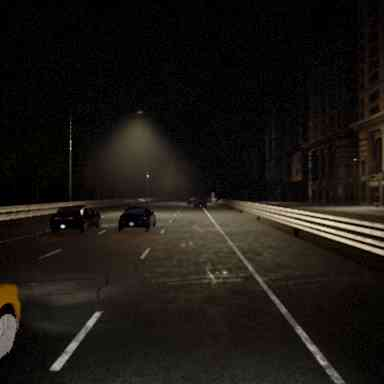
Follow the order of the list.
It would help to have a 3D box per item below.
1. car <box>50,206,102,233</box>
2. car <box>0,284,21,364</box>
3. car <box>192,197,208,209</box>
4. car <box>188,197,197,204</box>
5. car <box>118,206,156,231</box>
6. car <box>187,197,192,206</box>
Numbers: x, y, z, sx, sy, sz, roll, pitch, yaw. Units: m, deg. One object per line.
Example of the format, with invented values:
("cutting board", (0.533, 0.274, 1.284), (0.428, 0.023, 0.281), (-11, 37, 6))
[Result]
("car", (-6.890, 1.595, 20.161), (1.837, 1.490, 4.892), (0, 0, 0))
("car", (-3.400, 1.485, 2.803), (1.882, 1.535, 5.008), (0, 0, 0))
("car", (1.250, 1.795, 49.177), (1.812, 1.442, 4.674), (0, 0, 0))
("car", (0.043, 2.079, 82.809), (2.128, 1.511, 4.902), (0, -1, 0))
("car", (-3.391, 1.620, 20.973), (1.812, 1.442, 4.674), (0, 0, 0))
("car", (0.035, 2.053, 67.625), (1.994, 1.385, 4.181), (0, -1, 0))
